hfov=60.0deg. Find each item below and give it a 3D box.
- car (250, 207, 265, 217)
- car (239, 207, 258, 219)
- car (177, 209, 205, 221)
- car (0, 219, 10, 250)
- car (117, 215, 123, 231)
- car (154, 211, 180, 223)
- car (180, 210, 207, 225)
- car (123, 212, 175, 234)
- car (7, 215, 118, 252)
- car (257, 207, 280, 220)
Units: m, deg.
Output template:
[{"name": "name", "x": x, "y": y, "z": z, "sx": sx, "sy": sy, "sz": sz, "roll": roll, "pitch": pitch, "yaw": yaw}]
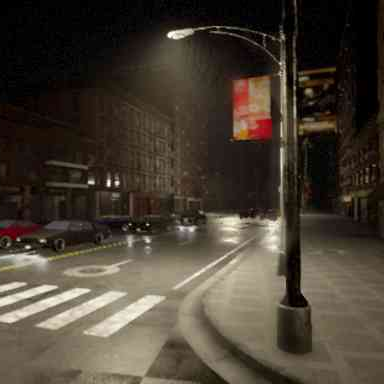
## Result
[{"name": "car", "x": 11.478, "y": 3.434, "z": 58.034, "sx": 1.882, "sy": 1.535, "sz": 5.008, "roll": -1, "pitch": -2, "yaw": 19}, {"name": "car", "x": 8.206, "y": 3.118, "z": 48.492, "sx": 1.882, "sy": 1.535, "sz": 5.008, "roll": -1, "pitch": -2, "yaw": 19}, {"name": "car", "x": -0.054, "y": 3.075, "z": 44.921, "sx": 2.033, "sy": 1.411, "sz": 5.357, "roll": -1, "pitch": -2, "yaw": 19}, {"name": "car", "x": -9.536, "y": 2.147, "z": 17.579, "sx": 1.994, "sy": 1.385, "sz": 4.181, "roll": -1, "pitch": -2, "yaw": 19}, {"name": "car", "x": -6.685, "y": 2.475, "z": 25.845, "sx": 1.895, "sy": 1.301, "sz": 4.718, "roll": -1, "pitch": -2, "yaw": 19}, {"name": "car", "x": -3.523, "y": 2.738, "z": 34.990, "sx": 2.033, "sy": 1.411, "sz": 5.357, "roll": -1, "pitch": -2, "yaw": 20}, {"name": "car", "x": 0.186, "y": 2.706, "z": 35.769, "sx": 2.128, "sy": 1.511, "sz": 4.902, "roll": -1, "pitch": -2, "yaw": 19}, {"name": "car", "x": -3.158, "y": 2.482, "z": 26.095, "sx": 1.895, "sy": 1.301, "sz": 4.718, "roll": -1, "pitch": -2, "yaw": 19}, {"name": "car", "x": -6.275, "y": 2.110, "z": 17.034, "sx": 2.033, "sy": 1.411, "sz": 5.357, "roll": -1, "pitch": -2, "yaw": 20}, {"name": "car", "x": 10.323, "y": 3.073, "z": 44.652, "sx": 1.994, "sy": 1.385, "sz": 4.181, "roll": -1, "pitch": -2, "yaw": 19}]
